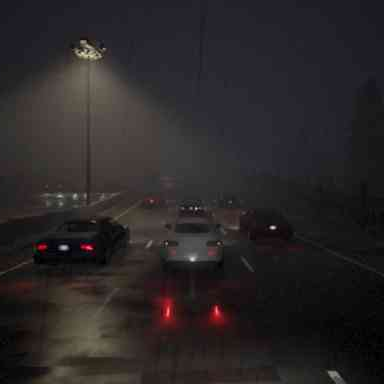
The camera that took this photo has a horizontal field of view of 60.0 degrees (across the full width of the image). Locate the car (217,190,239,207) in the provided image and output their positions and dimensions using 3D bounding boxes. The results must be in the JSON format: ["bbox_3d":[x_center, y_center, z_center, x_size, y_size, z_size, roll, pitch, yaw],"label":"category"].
[{"bbox_3d":[3.437,0.524,32.032,1.812,1.442,4.674,0,5,0],"label":"car"}]

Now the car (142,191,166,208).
[{"bbox_3d":[-3.563,0.606,31.502,1.994,1.385,4.181,0,5,0],"label":"car"}]

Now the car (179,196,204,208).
[{"bbox_3d":[-0.055,1.026,25.678,2.033,1.411,5.357,0,4,0],"label":"car"}]

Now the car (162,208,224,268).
[{"bbox_3d":[0.030,1.520,11.222,1.812,1.442,4.674,0,1,0],"label":"car"}]

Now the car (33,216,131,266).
[{"bbox_3d":[-3.472,1.540,11.531,2.033,1.411,5.357,0,1,0],"label":"car"}]

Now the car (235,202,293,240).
[{"bbox_3d":[3.522,1.467,16.500,1.994,1.385,4.181,0,2,0],"label":"car"}]

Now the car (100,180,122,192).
[{"bbox_3d":[-10.812,-0.843,44.644,1.812,1.442,4.674,0,7,0],"label":"car"}]

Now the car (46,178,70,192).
[{"bbox_3d":[-17.809,-1.023,44.652,2.097,1.767,4.553,0,7,0],"label":"car"}]

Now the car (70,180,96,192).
[{"bbox_3d":[-14.311,-0.844,44.632,1.812,1.442,4.674,0,7,0],"label":"car"}]
